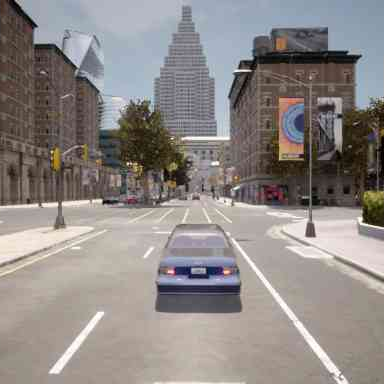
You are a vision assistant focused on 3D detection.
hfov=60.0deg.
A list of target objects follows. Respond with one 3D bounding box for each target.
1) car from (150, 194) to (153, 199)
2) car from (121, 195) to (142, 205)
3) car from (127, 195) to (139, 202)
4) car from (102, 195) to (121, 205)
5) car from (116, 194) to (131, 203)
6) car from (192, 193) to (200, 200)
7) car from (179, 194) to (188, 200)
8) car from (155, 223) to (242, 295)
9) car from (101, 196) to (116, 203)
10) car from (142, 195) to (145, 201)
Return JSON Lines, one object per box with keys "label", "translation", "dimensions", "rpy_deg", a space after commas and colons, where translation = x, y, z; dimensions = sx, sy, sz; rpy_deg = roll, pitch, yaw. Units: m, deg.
{"label": "car", "translation": [-10.534, 1.355, 79.545], "dimensions": [2.097, 1.767, 4.553], "rpy_deg": [0, 0, 1]}
{"label": "car", "translation": [-10.848, 1.478, 59.760], "dimensions": [1.882, 1.535, 5.008], "rpy_deg": [0, 0, 1]}
{"label": "car", "translation": [-14.044, 1.478, 78.783], "dimensions": [1.882, 1.535, 5.008], "rpy_deg": [0, 0, 1]}
{"label": "car", "translation": [-14.367, 1.601, 58.578], "dimensions": [1.895, 1.301, 4.718], "rpy_deg": [0, 0, 1]}
{"label": "car", "translation": [-14.169, 1.355, 68.684], "dimensions": [2.097, 1.767, 4.553], "rpy_deg": [0, 0, 1]}
{"label": "car", "translation": [1.095, 1.350, 89.921], "dimensions": [2.097, 1.767, 4.553], "rpy_deg": [0, 0, 1]}
{"label": "car", "translation": [-2.410, 1.540, 89.562], "dimensions": [2.033, 1.411, 5.357], "rpy_deg": [0, 0, 1]}
{"label": "car", "translation": [0.169, 1.547, 8.841], "dimensions": [2.033, 1.411, 5.357], "rpy_deg": [0, 0, 1]}
{"label": "car", "translation": [-17.406, 1.595, 69.730], "dimensions": [1.895, 1.301, 4.718], "rpy_deg": [0, 0, 1]}
{"label": "car", "translation": [-10.658, 1.500, 69.556], "dimensions": [1.837, 1.490, 4.892], "rpy_deg": [0, 0, 1]}
